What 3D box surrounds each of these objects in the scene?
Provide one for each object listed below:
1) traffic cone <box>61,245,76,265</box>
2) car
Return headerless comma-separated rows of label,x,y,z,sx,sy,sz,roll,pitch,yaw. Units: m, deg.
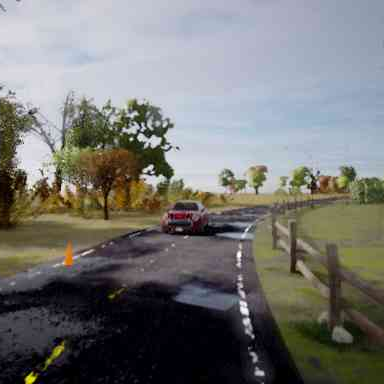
traffic cone,-3.824,1.937,10.332,0.340,0.580,0.340,0,0,7
car,-0.293,1.294,18.993,2.097,1.767,4.553,0,0,9
